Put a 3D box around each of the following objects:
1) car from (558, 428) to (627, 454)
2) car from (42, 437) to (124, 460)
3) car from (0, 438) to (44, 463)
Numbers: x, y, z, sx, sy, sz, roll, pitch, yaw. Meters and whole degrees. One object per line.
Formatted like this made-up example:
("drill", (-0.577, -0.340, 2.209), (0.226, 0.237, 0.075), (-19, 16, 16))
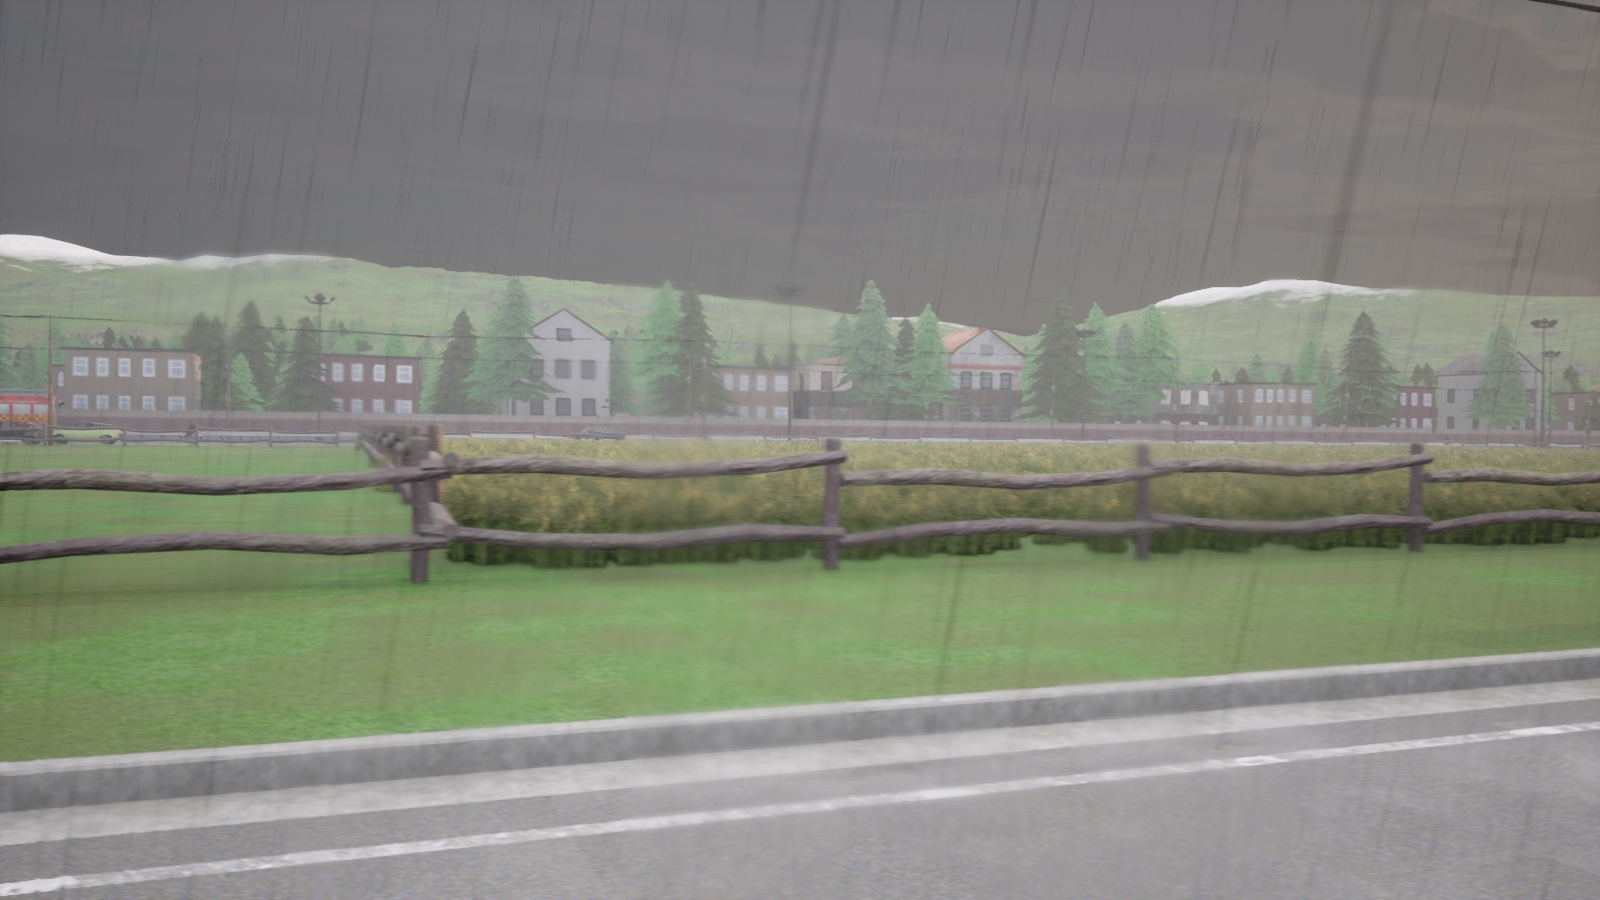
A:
("car", (-14.832, -0.632, 89.708), (4.553, 1.767, 2.097), (-1, 1, -21))
("car", (-48.289, -0.119, 84.656), (4.514, 1.525, 2.007), (-1, 1, -21))
("car", (-50.520, 0.009, 80.084), (3.705, 1.549, 1.789), (-1, 1, -21))
